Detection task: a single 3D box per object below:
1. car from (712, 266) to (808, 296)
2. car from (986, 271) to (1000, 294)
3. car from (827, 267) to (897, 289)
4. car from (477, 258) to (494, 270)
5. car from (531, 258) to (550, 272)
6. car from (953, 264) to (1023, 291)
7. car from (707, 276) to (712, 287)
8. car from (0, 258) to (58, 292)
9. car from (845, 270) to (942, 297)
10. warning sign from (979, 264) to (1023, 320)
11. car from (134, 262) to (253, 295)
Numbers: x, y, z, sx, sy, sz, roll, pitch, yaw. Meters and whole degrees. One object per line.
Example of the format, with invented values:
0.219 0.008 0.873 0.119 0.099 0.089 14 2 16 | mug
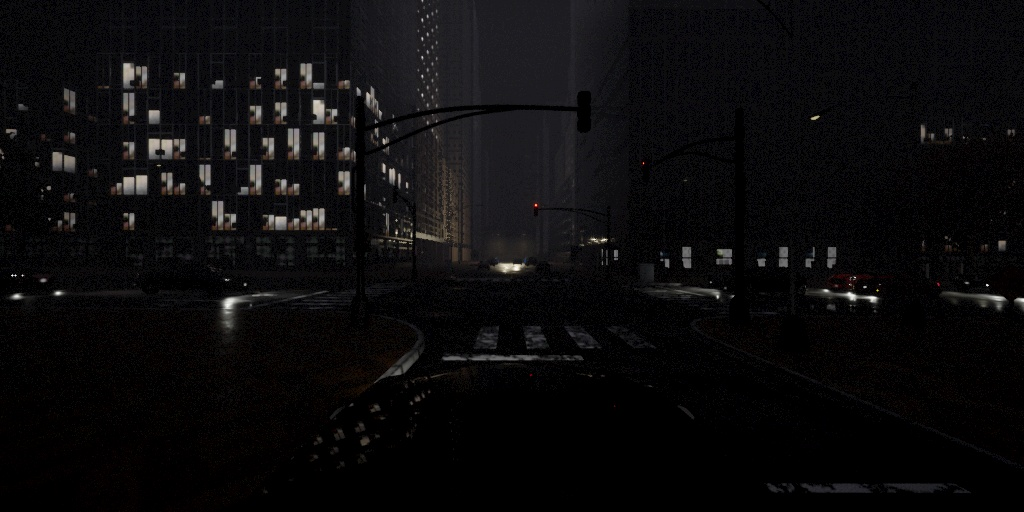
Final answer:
15.141 1.400 21.774 4.553 1.767 2.097 1 0 -3 | car
34.025 1.934 22.647 5.357 1.411 2.033 1 0 -3 | car
25.229 1.579 25.494 4.553 1.767 2.097 1 0 -3 | car
-4.026 1.343 51.708 1.802 1.307 4.207 0 0 0 | car
3.927 1.329 46.215 1.948 1.339 4.313 0 0 0 | car
35.553 1.634 25.968 5.566 2.045 2.150 1 0 -3 | car
16.187 1.591 25.076 4.674 1.442 1.812 1 0 -3 | car
-24.165 0.823 16.499 4.902 1.511 2.128 1 0 -3 | car
23.726 1.766 22.175 4.181 1.385 1.994 1 0 -3 | car
17.275 1.204 12.413 1.060 1.860 1.300 0 0 -3 | warning sign
-14.950 1.026 16.927 4.674 1.442 1.812 1 0 -1 | car
